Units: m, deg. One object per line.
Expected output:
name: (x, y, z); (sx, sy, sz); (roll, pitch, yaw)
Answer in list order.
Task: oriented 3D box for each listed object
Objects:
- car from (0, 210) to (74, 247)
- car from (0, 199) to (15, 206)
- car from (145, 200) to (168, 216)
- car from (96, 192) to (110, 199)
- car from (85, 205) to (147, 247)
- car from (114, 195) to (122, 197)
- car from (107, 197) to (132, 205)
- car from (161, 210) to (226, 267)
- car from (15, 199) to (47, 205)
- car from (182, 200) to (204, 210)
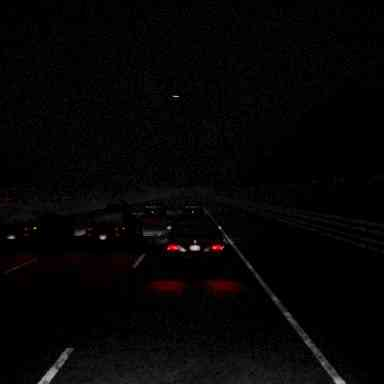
car: (-6.905, 1.548, 15.054); (1.812, 1.442, 4.674); (0, 0, 0)
car: (-21.080, 1.528, 37.411); (1.882, 1.535, 5.008); (0, 0, 0)
car: (-3.396, 1.535, 31.297); (2.128, 1.511, 4.902); (0, 0, 0)
car: (-20.975, 1.073, 78.912); (2.150, 2.045, 5.566); (0, 0, 0)
car: (-3.405, 1.548, 15.037); (1.812, 1.442, 4.674); (0, 0, 0)
car: (-17.475, 1.372, 78.940); (1.812, 1.442, 4.674); (0, 0, 0)
car: (-6.896, 1.548, 31.397); (1.837, 1.490, 4.892); (0, 0, 0)
car: (0.089, 1.565, 11.497); (2.033, 1.411, 5.357); (0, 0, 0)
car: (-17.582, 1.577, 37.665); (1.812, 1.442, 4.674); (0, 0, 0)
car: (0.104, 1.535, 31.269); (2.128, 1.511, 4.902); (0, 0, 0)
